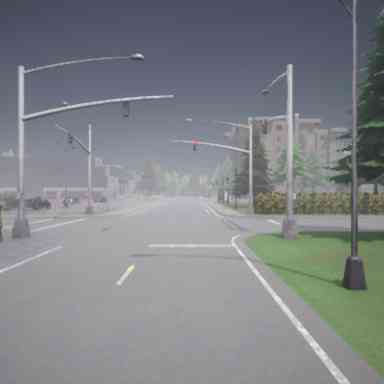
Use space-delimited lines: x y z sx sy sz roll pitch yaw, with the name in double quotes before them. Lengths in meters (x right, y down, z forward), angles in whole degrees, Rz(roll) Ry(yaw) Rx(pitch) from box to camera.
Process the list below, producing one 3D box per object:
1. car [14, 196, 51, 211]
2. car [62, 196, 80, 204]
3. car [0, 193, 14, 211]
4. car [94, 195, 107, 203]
"car" -17.703 1.298 37.656 2.007 1.523 4.514 0 0 0
"car" -20.509 1.345 56.298 1.970 1.475 3.806 0 0 0
"car" -20.840 1.289 37.635 2.152 1.636 5.027 0 0 0
"car" -17.456 1.336 63.689 1.845 1.501 3.633 0 0 0
